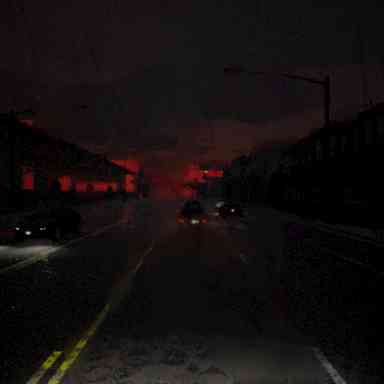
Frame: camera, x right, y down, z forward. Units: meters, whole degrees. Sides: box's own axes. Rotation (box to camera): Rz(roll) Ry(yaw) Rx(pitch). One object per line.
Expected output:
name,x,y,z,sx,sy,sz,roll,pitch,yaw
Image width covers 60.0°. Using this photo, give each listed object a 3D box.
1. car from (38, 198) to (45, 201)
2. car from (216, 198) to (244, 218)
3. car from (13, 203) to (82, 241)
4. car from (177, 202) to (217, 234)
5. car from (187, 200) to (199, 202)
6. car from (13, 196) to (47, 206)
car,-27.283,1.313,56.117,1.853,1.218,4.536,0,0,29
car,3.549,1.573,30.702,1.994,1.385,4.181,0,0,1
car,-7.007,1.510,16.649,1.837,1.490,4.892,0,0,0
car,0.091,1.554,19.296,2.033,1.411,5.357,0,0,0
car,0.069,1.559,34.505,2.033,1.411,5.357,0,0,0
car,-27.258,1.471,56.163,2.038,1.542,4.974,0,0,29
